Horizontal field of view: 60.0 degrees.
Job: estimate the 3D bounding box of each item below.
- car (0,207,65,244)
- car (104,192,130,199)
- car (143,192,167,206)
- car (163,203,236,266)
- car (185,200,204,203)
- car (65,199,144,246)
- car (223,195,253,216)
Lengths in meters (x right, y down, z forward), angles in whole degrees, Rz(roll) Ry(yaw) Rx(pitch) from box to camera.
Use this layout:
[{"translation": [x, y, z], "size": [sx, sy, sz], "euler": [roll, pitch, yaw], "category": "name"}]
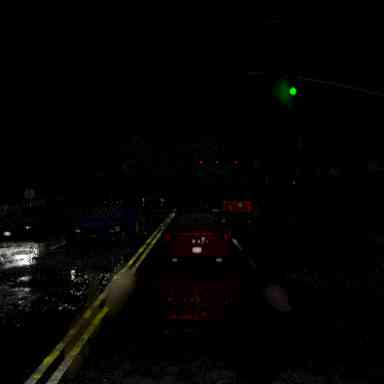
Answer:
[{"translation": [-7.043, 1.375, 14.680], "size": [1.994, 1.385, 4.181], "euler": [0, 1, 0], "category": "car"}, {"translation": [-6.898, 0.758, 30.802], "size": [1.837, 1.490, 4.892], "euler": [0, 1, 0], "category": "car"}, {"translation": [-3.398, 0.676, 30.820], "size": [2.097, 1.767, 4.553], "euler": [0, 1, 0], "category": "car"}, {"translation": [0.138, 1.334, 11.053], "size": [1.882, 1.535, 5.008], "euler": [0, 0, 0], "category": "car"}, {"translation": [0.178, 1.247, 23.225], "size": [2.033, 1.411, 5.357], "euler": [0, 1, 0], "category": "car"}, {"translation": [-3.544, 1.290, 14.520], "size": [1.882, 1.535, 5.008], "euler": [0, 1, 0], "category": "car"}, {"translation": [3.719, 0.995, 27.645], "size": [2.097, 1.767, 4.553], "euler": [0, 1, 1], "category": "car"}]
